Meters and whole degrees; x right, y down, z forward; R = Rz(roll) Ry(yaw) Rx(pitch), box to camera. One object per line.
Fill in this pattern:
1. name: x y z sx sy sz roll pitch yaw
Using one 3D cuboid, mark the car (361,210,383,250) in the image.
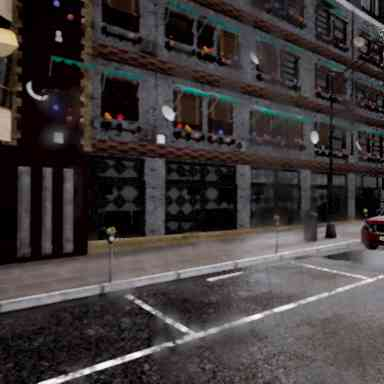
1. car: 8.466 1.220 12.586 5.009 1.841 2.192 0 1 -36
